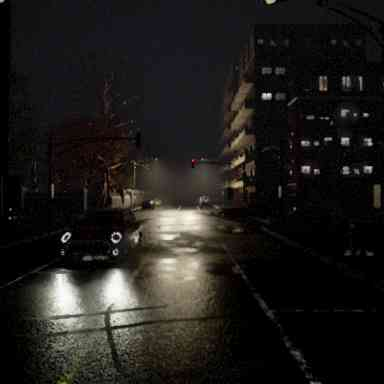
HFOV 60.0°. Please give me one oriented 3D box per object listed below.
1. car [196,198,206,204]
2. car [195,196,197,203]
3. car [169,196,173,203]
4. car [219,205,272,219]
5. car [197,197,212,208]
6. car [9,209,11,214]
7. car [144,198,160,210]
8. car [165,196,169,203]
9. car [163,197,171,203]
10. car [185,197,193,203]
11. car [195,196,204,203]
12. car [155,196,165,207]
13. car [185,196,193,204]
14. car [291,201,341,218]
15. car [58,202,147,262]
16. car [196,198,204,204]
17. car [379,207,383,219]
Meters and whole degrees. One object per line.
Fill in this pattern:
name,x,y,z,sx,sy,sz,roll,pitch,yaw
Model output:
car,1.989,2.030,75.519,2.008,1.369,4.403,0,0,-1
car,2.042,1.878,69.890,1.967,1.590,4.097,0,0,-1
car,-6.443,1.961,81.072,1.967,1.590,4.097,0,0,-1
car,4.984,1.834,31.427,4.718,1.301,1.895,2,-1,-15
car,2.200,1.865,52.999,1.887,1.381,4.507,0,0,-1
car,-18.566,1.409,28.742,5.357,1.411,2.033,1,-1,-1
car,-6.127,1.850,47.291,1.947,1.339,4.313,0,0,-1
car,-6.285,1.714,64.182,2.192,1.841,5.009,0,0,-1
car,-6.496,2.004,86.700,1.967,1.590,4.097,0,0,-1
car,-0.805,1.938,86.478,1.837,1.490,4.892,0,0,-1
car,1.884,1.878,86.780,2.192,1.841,5.009,0,0,-1
car,-6.231,1.883,58.382,1.752,1.417,4.829,0,0,-1
car,-0.709,2.022,76.058,2.033,1.411,5.357,0,0,-1
car,13.141,1.801,35.148,5.009,1.841,2.192,1,-2,-1
car,-3.147,1.420,12.293,2.097,1.767,4.553,0,0,0
car,1.936,2.065,81.148,1.887,1.381,4.507,0,0,-1
car,21.419,1.834,32.698,5.566,2.045,2.150,1,-1,-1
